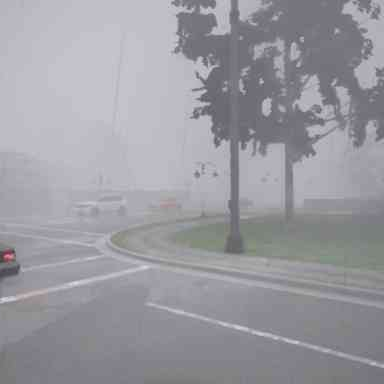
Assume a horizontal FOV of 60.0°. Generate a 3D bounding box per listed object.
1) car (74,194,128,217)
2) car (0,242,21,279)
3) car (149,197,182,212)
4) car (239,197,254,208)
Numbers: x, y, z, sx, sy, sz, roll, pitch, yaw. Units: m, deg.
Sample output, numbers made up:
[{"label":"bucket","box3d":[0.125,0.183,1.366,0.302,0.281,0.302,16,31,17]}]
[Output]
[{"label":"car","box3d":[-8.585,1.267,31.955,2.150,2.045,5.566,0,0,33]},{"label":"car","box3d":[-6.600,1.566,8.675,5.357,1.411,2.033,0,0,35]},{"label":"car","box3d":[-3.136,1.398,40.023,2.097,1.767,4.553,0,0,34]},{"label":"car","box3d":[7.474,1.518,49.229,1.882,1.535,5.008,0,0,34]}]
